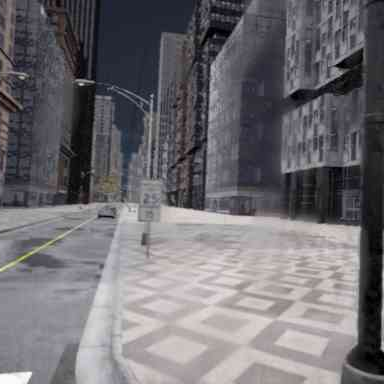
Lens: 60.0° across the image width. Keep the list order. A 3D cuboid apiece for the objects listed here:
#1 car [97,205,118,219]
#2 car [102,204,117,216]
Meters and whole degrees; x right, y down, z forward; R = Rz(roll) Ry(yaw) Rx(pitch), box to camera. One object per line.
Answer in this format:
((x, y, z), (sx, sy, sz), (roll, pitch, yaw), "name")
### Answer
((-10.326, 2.531, 40.317), (1.994, 1.385, 4.181), (3, -2, -11), "car")
((-12.455, 2.726, 50.566), (1.837, 1.490, 4.892), (3, -2, -11), "car")
